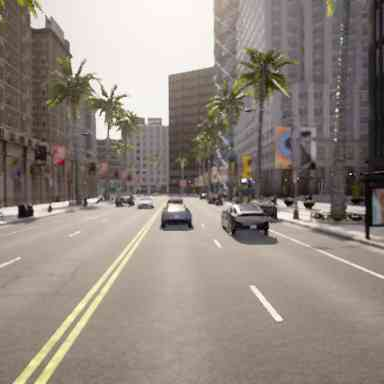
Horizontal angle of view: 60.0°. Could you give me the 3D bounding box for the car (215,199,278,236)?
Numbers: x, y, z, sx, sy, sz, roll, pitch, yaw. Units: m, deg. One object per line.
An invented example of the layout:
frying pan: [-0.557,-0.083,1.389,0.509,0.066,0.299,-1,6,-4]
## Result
car: [2.707,1.378,17.721,2.128,1.511,4.902,0,0,-3]

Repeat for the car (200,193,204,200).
car: [2.878,1.075,77.239,2.161,1.482,4.786,0,0,-3]

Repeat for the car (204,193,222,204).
car: [3.729,1.030,55.324,2.185,1.767,4.553,0,0,-3]

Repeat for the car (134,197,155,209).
car: [-5.737,1.334,41.446,1.812,1.442,4.674,0,0,-3]

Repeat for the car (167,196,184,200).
car: [-1.960,1.272,39.905,1.882,1.535,5.008,0,0,-3]

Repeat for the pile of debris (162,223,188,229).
pile of debris: [-1.011,2.071,20.174,1.500,0.140,1.860,0,0,-3]

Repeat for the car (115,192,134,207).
car: [-9.558,1.022,47.709,2.150,2.045,5.566,0,0,-3]

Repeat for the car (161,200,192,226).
car: [-1.028,1.445,22.118,1.994,1.385,4.181,0,0,-3]

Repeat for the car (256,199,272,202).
car: [5.272,1.307,25.990,2.231,1.521,4.892,0,0,-3]
